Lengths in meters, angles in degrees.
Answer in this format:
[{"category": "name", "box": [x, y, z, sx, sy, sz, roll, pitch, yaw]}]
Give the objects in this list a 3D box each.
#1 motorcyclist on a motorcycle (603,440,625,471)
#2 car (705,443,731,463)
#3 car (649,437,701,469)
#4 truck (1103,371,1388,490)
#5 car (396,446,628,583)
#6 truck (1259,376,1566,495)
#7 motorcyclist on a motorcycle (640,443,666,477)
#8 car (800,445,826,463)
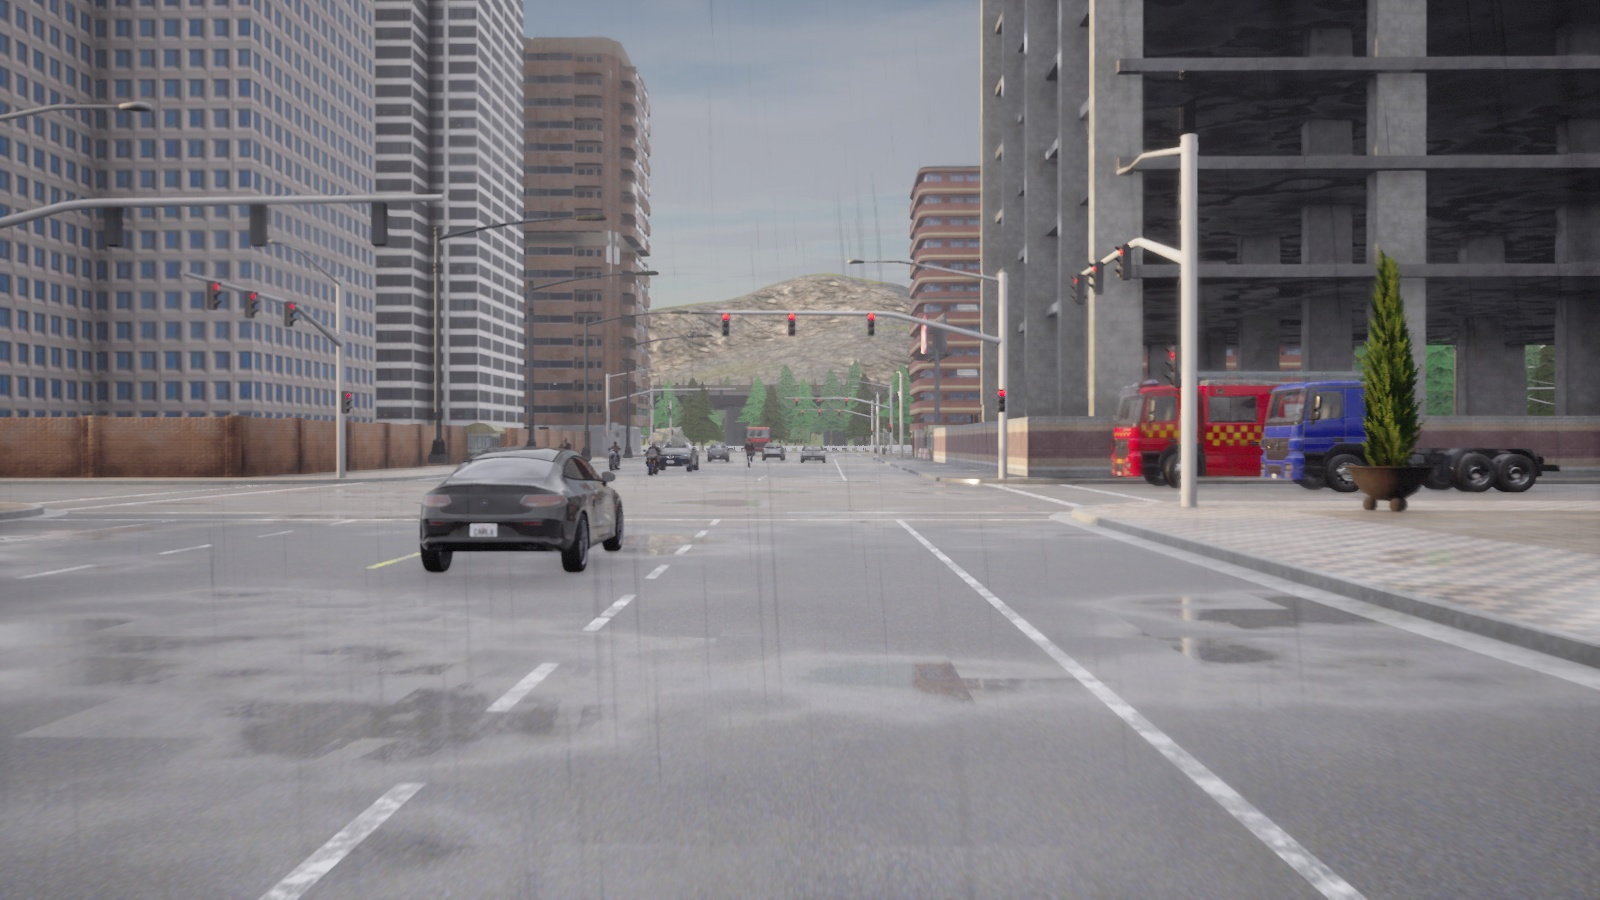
[{"category": "motorcyclist on a motorcycle", "box": [-10.084, 0.306, 68.111, 0.766, 1.649, 2.350, 0, 1, 1]}, {"category": "car", "box": [-6.389, 0.203, 98.194, 1.845, 1.501, 3.633, 0, 0, -2]}, {"category": "car", "box": [-6.611, 0.144, 66.788, 2.152, 1.651, 5.027, 0, 0, 1]}, {"category": "truck", "box": [14.669, -0.642, 41.873, 8.468, 3.827, 2.891, 0, 0, 1]}, {"category": "car", "box": [-3.394, 0.681, 15.731, 1.812, 1.442, 4.674, 0, 0, 0]}, {"category": "truck", "box": [18.508, -0.436, 38.331, 7.936, 3.462, 2.891, 0, 0, 1]}, {"category": "motorcyclist on a motorcycle", "box": [-6.795, 0.449, 58.136, 0.866, 1.530, 2.191, 0, 0, 1]}, {"category": "car", "box": [1.002, 0.316, 94.442, 1.895, 1.301, 4.718, 0, 0, 1]}]
